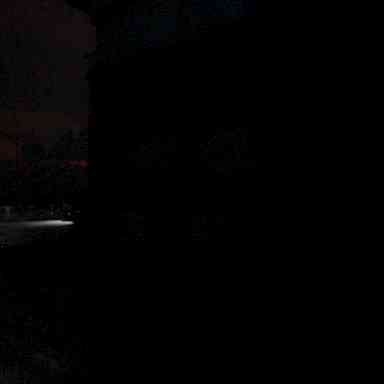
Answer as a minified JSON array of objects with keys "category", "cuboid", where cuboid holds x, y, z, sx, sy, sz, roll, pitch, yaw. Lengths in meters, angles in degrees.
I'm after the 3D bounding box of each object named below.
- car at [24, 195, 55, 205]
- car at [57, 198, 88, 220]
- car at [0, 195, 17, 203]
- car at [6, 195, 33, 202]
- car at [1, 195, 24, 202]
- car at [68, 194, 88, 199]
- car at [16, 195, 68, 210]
[{"category":"car","cuboid":[-26.725,1.382,58.250,2.007,1.523,4.514,0,0,35]},{"category":"car","cuboid":[-7.593,1.413,25.300,1.994,1.385,4.181,0,0,36]},{"category":"car","cuboid":[-34.837,1.416,64.086,1.845,1.501,3.633,0,0,35]},{"category":"car","cuboid":[-40.028,1.442,77.211,2.152,1.636,5.027,0,0,35]},{"category":"car","cuboid":[-42.612,1.454,78.990,2.007,1.523,4.514,0,0,35]},{"category":"car","cuboid":[-16.996,1.166,50.440,1.932,1.855,4.605,0,0,35]},{"category":"car","cuboid":[-17.155,1.358,38.259,2.007,1.523,4.514,0,0,35]}]
